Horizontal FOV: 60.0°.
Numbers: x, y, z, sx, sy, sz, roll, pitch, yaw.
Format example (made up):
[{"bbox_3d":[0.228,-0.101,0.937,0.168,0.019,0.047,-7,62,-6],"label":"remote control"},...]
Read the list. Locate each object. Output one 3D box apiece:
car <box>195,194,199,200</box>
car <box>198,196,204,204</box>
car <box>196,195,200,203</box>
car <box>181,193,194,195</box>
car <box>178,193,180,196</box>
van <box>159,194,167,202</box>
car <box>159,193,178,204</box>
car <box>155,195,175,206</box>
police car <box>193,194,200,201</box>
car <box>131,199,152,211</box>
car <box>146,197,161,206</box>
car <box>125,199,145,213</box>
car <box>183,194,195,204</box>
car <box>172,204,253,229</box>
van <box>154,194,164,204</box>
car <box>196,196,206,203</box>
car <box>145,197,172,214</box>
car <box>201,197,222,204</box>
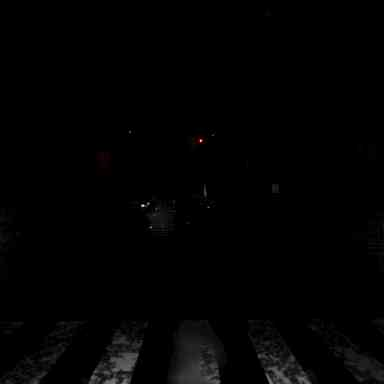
[{"bbox_3d":[2.029,1.567,62.615,2.008,1.369,4.403,0,0,-1],"label":"car"},{"bbox_3d":[2.242,1.553,47.300,1.887,1.381,4.507,0,0,-1],"label":"car"},{"bbox_3d":[2.167,1.562,52.744,2.008,1.369,4.403,0,0,-1],"label":"car"},{"bbox_3d":[-0.908,1.549,75.604,2.128,1.511,4.902,0,0,-1],"label":"car"},{"bbox_3d":[-3.790,1.508,62.442,2.128,1.511,4.902,0,0,0],"label":"car"},{"bbox_3d":[-6.704,1.368,77.511,1.690,1.788,3.998,0,0,-1],"label":"van"},{"bbox_3d":[-3.684,1.363,52.663,2.097,1.767,4.553,0,0,-1],"label":"car"},{"bbox_3d":[-3.563,1.485,43.513,1.882,1.535,5.008,0,0,-1],"label":"car"},{"bbox_3d":[1.246,1.463,90.590,1.930,1.638,5.238,0,0,-1],"label":"police car"},{"bbox_3d":[-6.200,1.557,41.289,2.008,1.369,4.403,0,0,-1],"label":"car"},{"bbox_3d":[-6.403,1.579,55.859,1.947,1.339,4.313,0,0,-1],"label":"car"},{"bbox_3d":[-6.131,1.556,36.297,2.008,1.369,4.403,0,0,-1],"label":"car"},{"bbox_3d":[-0.665,1.619,64.949,1.895,1.301,4.718,0,0,-1],"label":"car"},{"bbox_3d":[1.298,1.597,20.908,4.718,1.301,1.895,0,1,-1],"label":"car"},{"bbox_3d":[-6.553,1.360,66.685,1.690,1.788,3.998,0,0,-1],"label":"van"},{"bbox_3d":[1.882,1.589,73.193,1.947,1.339,4.313,0,0,-1],"label":"car"},{"bbox_3d":[-3.449,1.568,34.700,1.994,1.385,4.181,0,0,-2],"label":"car"},{"bbox_3d":[2.393,1.556,36.412,2.008,1.369,4.403,0,0,-1],"label":"car"}]
